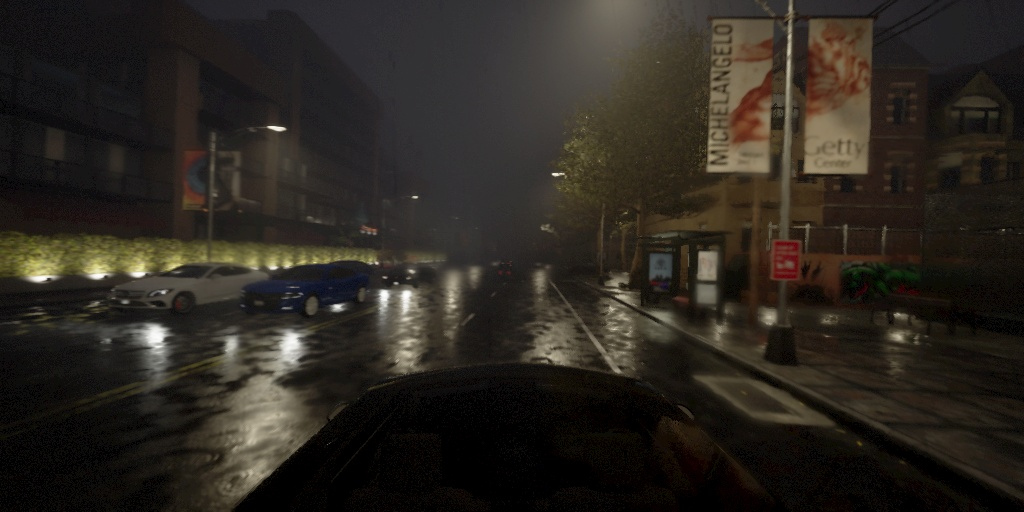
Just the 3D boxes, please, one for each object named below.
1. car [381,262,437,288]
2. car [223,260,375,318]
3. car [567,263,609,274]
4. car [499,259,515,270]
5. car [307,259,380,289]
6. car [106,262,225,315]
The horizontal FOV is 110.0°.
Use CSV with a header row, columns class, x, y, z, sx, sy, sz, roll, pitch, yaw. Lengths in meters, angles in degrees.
class,x,y,z,sx,sy,sz,roll,pitch,yaw
car,-6.059,1.087,21.925,2.033,1.411,5.357,2,0,4
car,-6.631,1.006,12.116,1.882,1.535,5.008,2,0,3
car,9.932,1.587,47.184,5.357,1.411,2.033,2,0,-11
car,-0.752,1.183,50.359,2.128,1.511,4.902,2,0,3
car,-9.618,0.951,20.931,1.812,1.442,4.674,2,0,3
car,-10.134,0.941,11.839,1.812,1.442,4.674,2,0,3
